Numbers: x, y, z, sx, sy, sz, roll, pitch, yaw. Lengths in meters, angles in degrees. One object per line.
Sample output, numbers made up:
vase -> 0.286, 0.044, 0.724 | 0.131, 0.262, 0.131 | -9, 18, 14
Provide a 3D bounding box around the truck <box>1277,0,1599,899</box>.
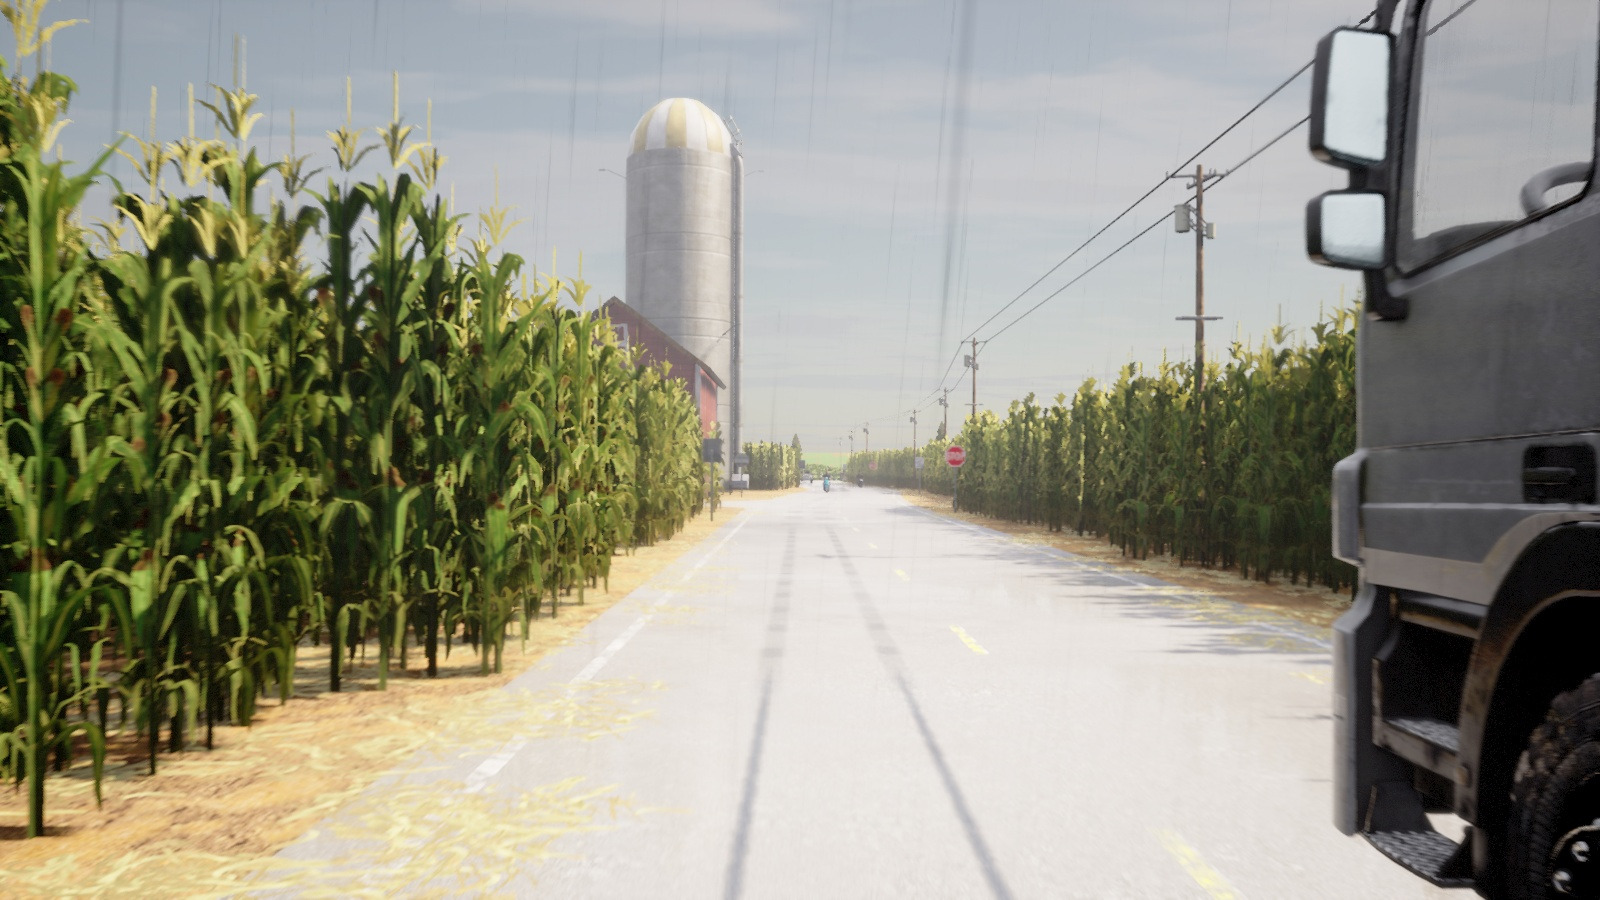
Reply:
truck -> 3.196, -0.170, 0.581 | 2.891, 3.462, 7.936 | 0, -1, 0
